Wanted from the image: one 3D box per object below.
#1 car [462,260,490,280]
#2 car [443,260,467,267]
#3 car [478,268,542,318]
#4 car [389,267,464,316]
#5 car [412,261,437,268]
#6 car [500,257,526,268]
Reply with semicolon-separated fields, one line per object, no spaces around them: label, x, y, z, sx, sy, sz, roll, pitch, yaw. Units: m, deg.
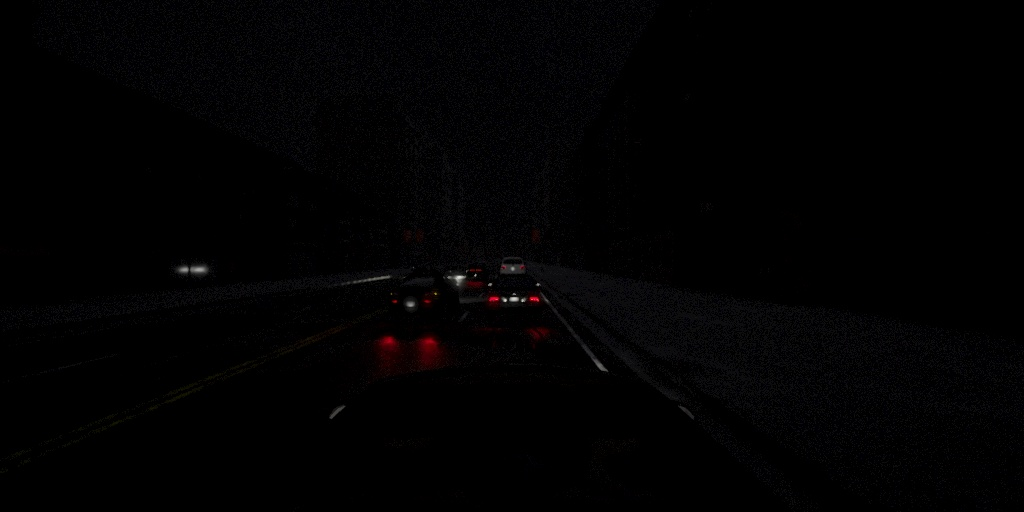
car;-3.173;1.423;33.588;1.837;1.490;4.892;0;0;0
car;-6.615;1.465;40.911;1.837;1.490;4.892;0;-1;0
car;0.079;1.356;13.266;2.033;1.411;5.357;0;0;0
car;-3.171;1.335;13.544;1.812;1.442;4.674;0;0;0
car;-9.864;1.309;40.663;2.097;1.767;4.553;0;0;0
car;0.077;1.134;32.471;2.150;2.045;5.566;0;0;0
